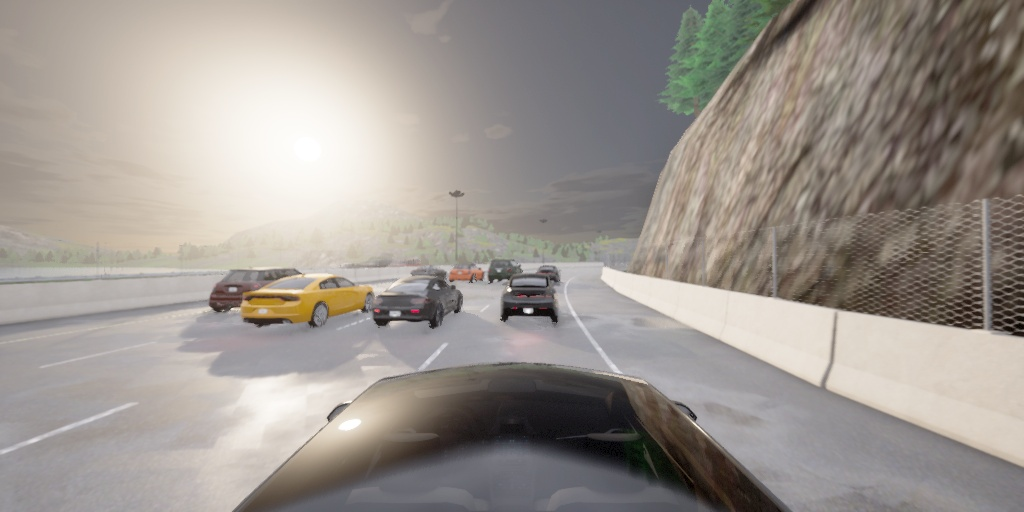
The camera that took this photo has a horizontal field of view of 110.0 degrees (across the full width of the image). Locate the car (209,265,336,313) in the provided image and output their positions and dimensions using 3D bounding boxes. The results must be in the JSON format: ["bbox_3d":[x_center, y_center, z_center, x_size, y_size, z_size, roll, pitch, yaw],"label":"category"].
[{"bbox_3d":[-9.690,1.237,14.804,2.097,1.767,4.553,0,-1,5],"label":"car"}]

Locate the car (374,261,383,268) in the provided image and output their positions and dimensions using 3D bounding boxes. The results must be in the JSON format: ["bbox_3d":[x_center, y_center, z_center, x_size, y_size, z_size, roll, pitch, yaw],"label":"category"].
[{"bbox_3d":[-17.103,1.841,52.170,2.033,1.411,5.357,0,-1,17],"label":"car"}]

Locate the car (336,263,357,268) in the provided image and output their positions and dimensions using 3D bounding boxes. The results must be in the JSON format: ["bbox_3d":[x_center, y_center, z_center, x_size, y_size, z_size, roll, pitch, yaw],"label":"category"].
[{"bbox_3d":[-24.131,1.786,52.952,2.128,1.511,4.902,0,-1,16],"label":"car"}]

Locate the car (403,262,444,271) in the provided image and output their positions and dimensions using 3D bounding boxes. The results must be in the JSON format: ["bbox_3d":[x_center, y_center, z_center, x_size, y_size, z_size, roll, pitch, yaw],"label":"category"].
[{"bbox_3d":[-7.331,1.571,32.036,2.128,1.511,4.902,0,-1,11],"label":"car"}]

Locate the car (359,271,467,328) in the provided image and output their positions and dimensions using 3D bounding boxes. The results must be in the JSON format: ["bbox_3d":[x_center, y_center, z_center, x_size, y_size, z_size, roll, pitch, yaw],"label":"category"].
[{"bbox_3d":[-2.934,1.385,11.817,1.812,1.442,4.674,0,0,4],"label":"car"}]

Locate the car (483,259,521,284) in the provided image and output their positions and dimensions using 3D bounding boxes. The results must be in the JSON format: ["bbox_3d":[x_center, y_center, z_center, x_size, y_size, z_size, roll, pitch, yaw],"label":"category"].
[{"bbox_3d":[-0.513,1.292,30.561,2.150,2.045,5.566,0,-1,10],"label":"car"}]

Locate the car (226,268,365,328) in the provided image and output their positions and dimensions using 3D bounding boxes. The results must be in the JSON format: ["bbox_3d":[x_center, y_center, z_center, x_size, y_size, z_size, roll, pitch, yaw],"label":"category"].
[{"bbox_3d":[-6.430,1.335,11.995,1.882,1.535,5.008,0,0,4],"label":"car"}]

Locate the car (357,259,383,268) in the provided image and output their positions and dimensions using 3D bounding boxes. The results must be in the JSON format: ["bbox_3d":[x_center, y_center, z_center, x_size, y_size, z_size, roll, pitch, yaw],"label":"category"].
[{"bbox_3d":[-20.177,1.536,54.038,2.150,2.045,5.566,0,-1,17],"label":"car"}]

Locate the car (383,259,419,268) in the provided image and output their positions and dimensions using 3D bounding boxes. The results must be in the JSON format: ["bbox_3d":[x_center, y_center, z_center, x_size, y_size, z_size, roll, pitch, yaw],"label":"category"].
[{"bbox_3d":[-14.478,1.478,48.622,2.150,2.045,5.566,0,-1,15],"label":"car"}]

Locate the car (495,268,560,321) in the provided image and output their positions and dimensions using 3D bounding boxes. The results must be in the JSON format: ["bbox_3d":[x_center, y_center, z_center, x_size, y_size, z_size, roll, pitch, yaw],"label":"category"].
[{"bbox_3d":[0.683,1.384,13.077,1.837,1.490,4.892,0,0,5],"label":"car"}]

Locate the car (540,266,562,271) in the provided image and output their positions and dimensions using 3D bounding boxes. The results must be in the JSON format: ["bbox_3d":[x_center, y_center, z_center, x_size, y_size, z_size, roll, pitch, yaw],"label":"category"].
[{"bbox_3d":[3.177,1.585,31.087,1.837,1.490,4.892,0,-1,11],"label":"car"}]

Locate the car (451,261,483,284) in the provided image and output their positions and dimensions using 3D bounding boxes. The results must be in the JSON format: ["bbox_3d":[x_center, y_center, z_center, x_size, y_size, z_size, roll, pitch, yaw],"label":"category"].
[{"bbox_3d":[-3.871,1.429,31.475,2.097,1.767,4.553,0,-1,11],"label":"car"}]
